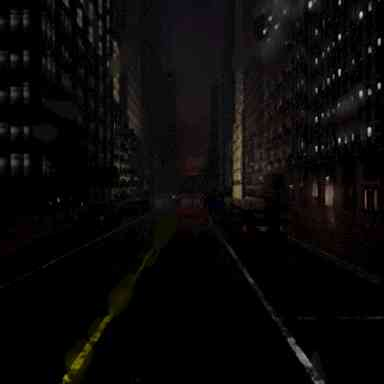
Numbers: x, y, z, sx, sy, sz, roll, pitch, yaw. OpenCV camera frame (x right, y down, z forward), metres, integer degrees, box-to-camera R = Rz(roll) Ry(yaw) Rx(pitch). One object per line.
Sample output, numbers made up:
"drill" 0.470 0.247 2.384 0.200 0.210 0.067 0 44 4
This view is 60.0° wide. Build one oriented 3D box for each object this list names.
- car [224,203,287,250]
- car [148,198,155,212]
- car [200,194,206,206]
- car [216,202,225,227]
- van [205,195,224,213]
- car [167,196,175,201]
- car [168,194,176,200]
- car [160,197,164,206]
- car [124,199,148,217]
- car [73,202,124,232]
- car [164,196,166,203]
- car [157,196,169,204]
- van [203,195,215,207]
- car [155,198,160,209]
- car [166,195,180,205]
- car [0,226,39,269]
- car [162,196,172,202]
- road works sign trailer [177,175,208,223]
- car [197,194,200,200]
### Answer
"car" 2.687 1.450 14.409 1.967 1.590 4.097 -1 0 0
"car" -5.682 1.593 37.147 1.947 1.339 4.313 -1 0 0
"car" 2.700 1.350 48.511 2.192 1.841 5.009 -1 0 0
"car" 2.691 1.540 20.262 1.752 1.417 4.829 -1 0 0
"van" 2.696 1.368 37.143 1.690 1.788 3.998 -1 0 0
"car" -5.660 1.645 88.299 1.802 1.307 4.206 -1 0 0
"car" -5.659 1.507 93.983 1.967 1.590 4.097 -1 0 0
"car" -5.678 1.586 48.514 2.008 1.369 4.403 -1 0 0
"car" -5.685 1.574 31.463 2.008 1.369 4.403 -1 0 0
"car" -5.691 1.455 20.096 1.967 1.590 4.097 -1 0 0
"car" -5.675 1.622 54.198 1.802 1.307 4.206 -1 0 0
"car" -5.670 1.599 65.565 2.008 1.369 4.403 -1 0 0
"van" 2.703 1.380 54.194 1.690 1.788 3.998 -1 0 0
"car" -5.680 1.576 42.831 1.887 1.381 4.507 -1 0 0
"car" -3.027 1.643 57.891 1.895 1.301 4.718 0 0 1
"car" -5.695 1.532 8.559 1.752 1.417 4.829 -1 0 0
"car" -5.665 1.606 76.932 2.008 1.369 4.403 -1 0 0
"road works sign trailer" 0.026 0.483 25.511 2.380 3.560 2.880 0 0 0
"car" 2.715 1.606 76.928 2.008 1.369 4.403 -1 0 0
